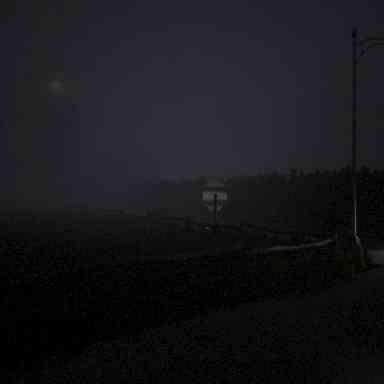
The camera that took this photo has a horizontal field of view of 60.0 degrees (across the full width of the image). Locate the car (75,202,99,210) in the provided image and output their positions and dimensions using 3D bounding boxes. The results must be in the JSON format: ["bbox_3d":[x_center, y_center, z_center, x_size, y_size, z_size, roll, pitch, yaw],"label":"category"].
[{"bbox_3d":[-12.613,1.877,40.403,1.895,1.301,4.718,1,0,-36],"label":"car"}]

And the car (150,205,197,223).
[{"bbox_3d":[-1.553,1.748,24.884,1.837,1.490,4.892,1,0,-36],"label":"car"}]
